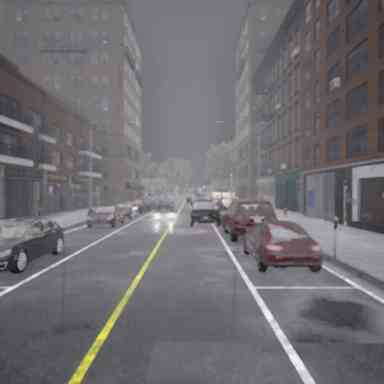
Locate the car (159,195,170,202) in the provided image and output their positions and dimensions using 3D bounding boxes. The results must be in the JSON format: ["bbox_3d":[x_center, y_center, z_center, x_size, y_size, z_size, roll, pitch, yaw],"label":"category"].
[{"bbox_3d":[-5.410,1.271,65.483,1.802,1.307,4.206,0,0,0],"label":"car"}]

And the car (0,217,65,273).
[{"bbox_3d":[-5.390,1.498,10.295,2.008,1.369,4.403,0,0,0],"label":"car"}]

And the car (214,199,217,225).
[{"bbox_3d":[2.626,1.417,21.509,1.752,1.417,4.829,0,0,0],"label":"car"}]

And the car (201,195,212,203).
[{"bbox_3d":[2.617,1.295,59.969,1.802,1.307,4.206,0,0,0],"label":"car"}]

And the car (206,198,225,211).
[{"bbox_3d":[2.625,1.392,37.896,1.802,1.307,4.206,0,0,0],"label":"car"}]

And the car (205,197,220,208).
[{"bbox_3d":[2.623,1.366,43.414,1.802,1.307,4.206,0,0,0],"label":"car"}]

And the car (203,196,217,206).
[{"bbox_3d":[2.621,1.284,49.102,1.752,1.417,4.829,0,0,0],"label":"car"}]

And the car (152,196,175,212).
[{"bbox_3d":[-2.859,1.422,35.623,1.895,1.301,4.718,0,0,0],"label":"car"}]

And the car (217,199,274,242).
[{"bbox_3d":[2.633,1.235,15.822,2.192,1.841,5.009,0,0,0],"label":"car"}]

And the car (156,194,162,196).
[{"bbox_3d":[-5.402,1.334,43.407,2.008,1.369,4.403,0,0,0],"label":"car"}]

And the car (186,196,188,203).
[{"bbox_3d":[-0.020,1.197,58.262,1.882,1.535,5.008,0,0,0],"label":"car"}]

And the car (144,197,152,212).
[{"bbox_3d":[-5.398,1.381,32.371,1.887,1.381,4.507,0,0,0],"label":"car"}]

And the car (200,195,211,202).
[{"bbox_3d":[2.615,1.255,65.487,1.947,1.339,4.313,0,0,0],"label":"car"}]

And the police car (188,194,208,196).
[{"bbox_3d":[0.812,1.234,38.299,1.930,1.638,5.238,0,0,0],"label":"police car"}]

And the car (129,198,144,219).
[{"bbox_3d":[-5.396,1.415,26.852,2.008,1.369,4.403,0,0,0],"label":"car"}]

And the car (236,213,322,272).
[{"bbox_3d":[2.635,1.530,10.305,1.802,1.307,4.206,0,0,0],"label":"car"}]

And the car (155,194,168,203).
[{"bbox_3d":[-5.408,1.152,59.963,1.967,1.590,4.097,0,0,0],"label":"car"}]

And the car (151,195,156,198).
[{"bbox_3d":[-5.400,1.376,37.889,1.947,1.339,4.313,0,0,0],"label":"car"}]

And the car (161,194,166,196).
[{"bbox_3d":[-5.404,1.199,48.926,1.967,1.590,4.097,0,0,0],"label":"car"}]

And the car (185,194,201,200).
[{"bbox_3d":[0.276,1.047,73.608,1.994,1.385,4.181,0,0,23],"label":"car"}]

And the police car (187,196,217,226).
[{"bbox_3d":[0.818,1.313,22.299,1.930,1.638,5.238,0,0,0],"label":"police car"}]

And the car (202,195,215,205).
[{"bbox_3d":[2.619,1.281,54.450,1.887,1.381,4.507,0,0,0],"label":"car"}]

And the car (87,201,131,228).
[{"bbox_3d":[-5.394,1.474,21.333,1.802,1.307,4.206,0,0,0],"label":"car"}]

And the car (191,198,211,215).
[{"bbox_3d":[0.814,1.364,32.190,1.812,1.442,4.674,0,0,0],"label":"car"}]
